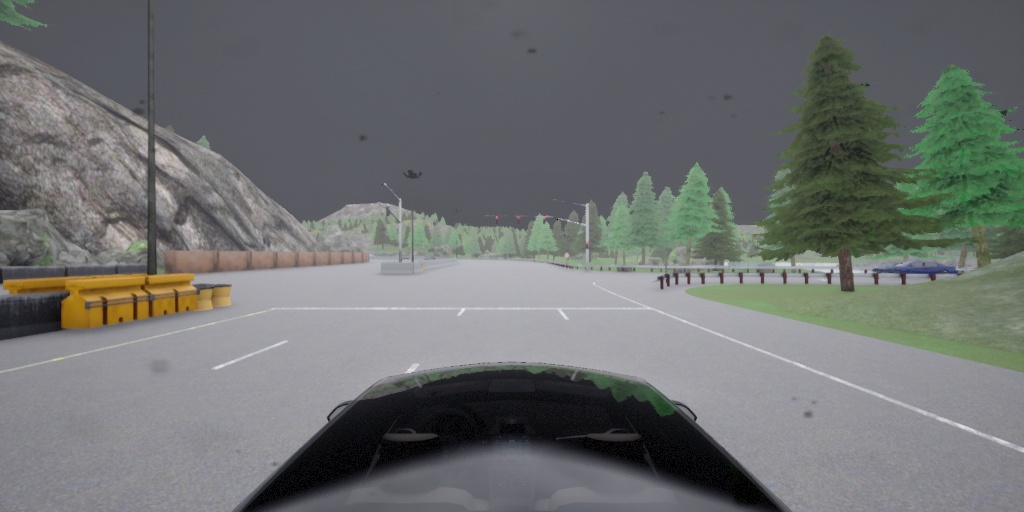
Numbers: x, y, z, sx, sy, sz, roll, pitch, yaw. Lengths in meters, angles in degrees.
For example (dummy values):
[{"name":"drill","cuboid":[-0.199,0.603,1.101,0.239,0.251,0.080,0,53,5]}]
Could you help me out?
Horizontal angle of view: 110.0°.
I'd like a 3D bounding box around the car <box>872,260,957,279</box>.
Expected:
[{"name":"car","cuboid":[33.520,1.119,30.027,5.008,1.535,1.882,0,0,16]}]
